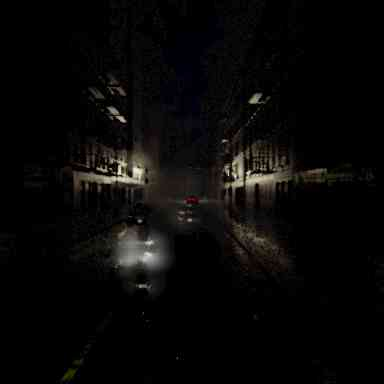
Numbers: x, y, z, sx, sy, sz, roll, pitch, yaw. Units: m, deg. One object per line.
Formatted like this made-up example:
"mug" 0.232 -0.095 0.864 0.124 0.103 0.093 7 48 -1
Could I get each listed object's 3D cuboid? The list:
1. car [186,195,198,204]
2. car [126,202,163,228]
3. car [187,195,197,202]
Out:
"car" 0.009 1.436 59.744 1.837 1.490 4.892 0 0 0
"car" -3.046 1.446 21.965 2.128 1.511 4.902 0 0 1
"car" 0.011 1.330 70.162 1.882 1.535 5.008 0 0 0
